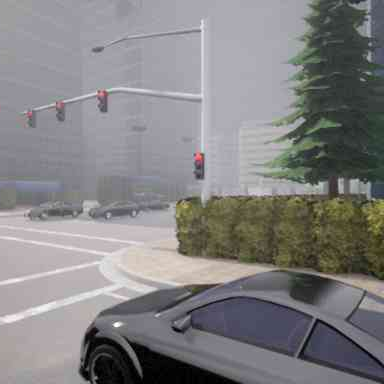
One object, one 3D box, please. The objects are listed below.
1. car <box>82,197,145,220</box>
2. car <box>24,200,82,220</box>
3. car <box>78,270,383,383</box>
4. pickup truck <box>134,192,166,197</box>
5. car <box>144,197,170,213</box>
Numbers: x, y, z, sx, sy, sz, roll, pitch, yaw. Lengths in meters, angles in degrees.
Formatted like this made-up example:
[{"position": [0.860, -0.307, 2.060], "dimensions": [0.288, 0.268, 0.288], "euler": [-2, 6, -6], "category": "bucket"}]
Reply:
[{"position": [-6.593, 1.489, 28.532], "dimensions": [1.837, 1.490, 4.892], "euler": [0, 0, 35], "category": "car"}, {"position": [-11.400, 1.473, 27.772], "dimensions": [2.128, 1.511, 4.902], "euler": [0, 0, 35], "category": "car"}, {"position": [0.739, 1.563, 3.451], "dimensions": [4.181, 1.385, 1.994], "euler": [0, 0, 36], "category": "car"}, {"position": [-7.501, 1.031, 56.000], "dimensions": [6.274, 2.098, 2.390], "euler": [0, 0, -24], "category": "pickup truck"}, {"position": [-4.661, 1.583, 37.378], "dimensions": [1.895, 1.301, 4.718], "euler": [0, 0, 35], "category": "car"}]
